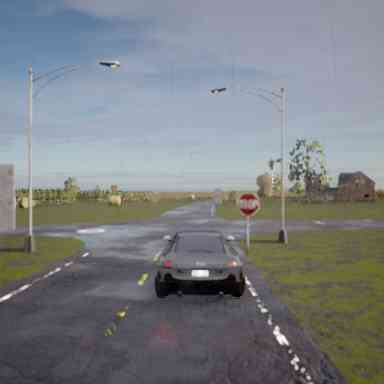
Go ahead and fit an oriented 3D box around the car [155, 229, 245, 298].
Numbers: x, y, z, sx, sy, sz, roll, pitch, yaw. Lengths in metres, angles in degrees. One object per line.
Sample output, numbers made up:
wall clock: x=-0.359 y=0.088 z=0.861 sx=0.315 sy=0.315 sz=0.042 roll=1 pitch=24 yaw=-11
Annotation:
car: x=0.185 y=1.646 z=8.772 sx=1.994 sy=1.385 sz=4.181 roll=0 pitch=-1 yaw=0
